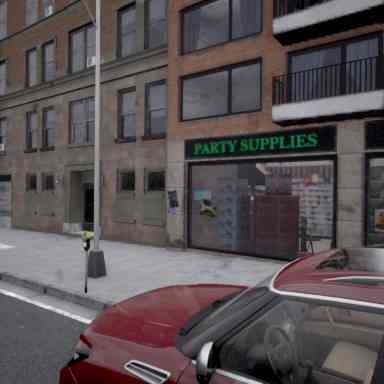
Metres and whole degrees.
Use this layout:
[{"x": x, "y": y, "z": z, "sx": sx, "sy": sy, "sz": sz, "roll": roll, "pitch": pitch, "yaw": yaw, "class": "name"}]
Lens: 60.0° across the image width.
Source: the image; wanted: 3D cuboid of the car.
[{"x": 1.282, "y": 1.315, "z": 2.152, "sx": 5.009, "sy": 1.841, "sz": 2.192, "roll": 0, "pitch": 1, "yaw": 35, "class": "car"}]
